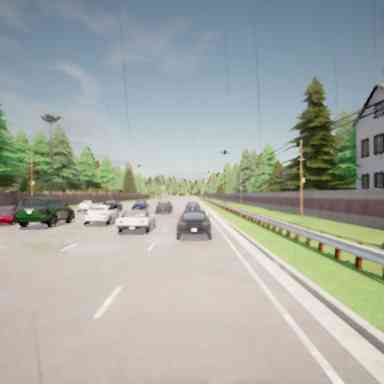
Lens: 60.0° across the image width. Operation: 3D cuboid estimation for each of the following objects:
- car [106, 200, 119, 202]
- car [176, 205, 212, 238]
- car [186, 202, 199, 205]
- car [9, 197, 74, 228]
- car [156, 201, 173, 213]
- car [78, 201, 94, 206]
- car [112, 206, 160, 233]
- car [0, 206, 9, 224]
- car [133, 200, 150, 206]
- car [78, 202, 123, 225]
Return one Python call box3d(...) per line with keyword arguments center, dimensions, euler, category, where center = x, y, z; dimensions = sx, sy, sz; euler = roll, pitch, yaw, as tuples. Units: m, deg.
box3d(center=(-10.391, 1.814, 43.605), dimensions=(1.882, 1.535, 5.008), euler=(0, 0, 0), category="car")
box3d(center=(0.105, 1.668, 18.326), dimensions=(1.812, 1.442, 4.674), euler=(0, 0, 0), category="car")
box3d(center=(0.090, 1.845, 38.250), dimensions=(2.033, 1.411, 5.357), euler=(0, 0, 0), category="car")
box3d(center=(-10.390, 1.405, 23.902), dimensions=(2.150, 2.045, 5.566), euler=(0, 0, 0), category="car")
box3d(center=(-3.397, 1.814, 41.368), dimensions=(2.128, 1.511, 4.902), euler=(0, 0, 0), category="car")
box3d(center=(-13.889, 1.870, 44.687), dimensions=(1.812, 1.442, 4.674), euler=(0, 0, 0), category="car")
box3d(center=(-3.391, 1.764, 21.026), dimensions=(1.895, 1.301, 4.718), euler=(0, 0, 0), category="car")
box3d(center=(-13.890, 1.761, 25.599), dimensions=(1.994, 1.385, 4.181), euler=(0, 0, 0), category="car")
box3d(center=(-6.888, 1.875, 45.212), dimensions=(1.812, 1.442, 4.674), euler=(0, 0, 0), category="car")
box3d(center=(-6.890, 1.724, 25.658), dimensions=(1.812, 1.442, 4.674), euler=(0, 0, 0), category="car")
